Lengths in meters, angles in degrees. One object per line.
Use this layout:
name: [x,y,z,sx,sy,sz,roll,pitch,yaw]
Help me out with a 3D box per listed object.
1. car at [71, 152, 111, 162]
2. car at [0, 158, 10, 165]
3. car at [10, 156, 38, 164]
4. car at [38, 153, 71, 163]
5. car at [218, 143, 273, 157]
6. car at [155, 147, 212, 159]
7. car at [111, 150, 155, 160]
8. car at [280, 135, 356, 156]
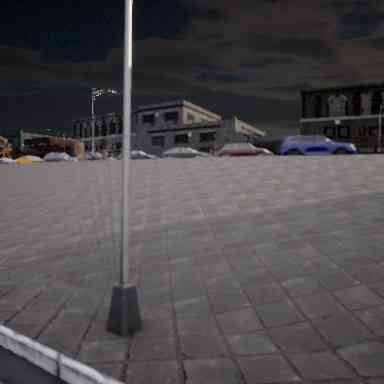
car: [-10.180,-3.523,35.740,4.792,1.488,2.163,1,1,29]
car: [-24.639,-3.816,44.285,4.674,1.452,2.002,1,1,33]
car: [-19.927,-3.756,41.356,5.008,1.535,2.097,1,1,32]
car: [-15.173,-3.782,38.540,4.553,1.767,2.185,1,1,31]
car: [4.597,-3.358,28.233,4.553,1.767,2.185,1,1,26]
car: [-0.484,-3.353,30.675,4.892,1.521,2.231,1,1,27]
car: [-5.316,-3.413,33.133,4.674,1.452,2.002,1,1,28]
car: [9.698,-3.341,25.894,5.566,2.045,2.435,2,1,25]
